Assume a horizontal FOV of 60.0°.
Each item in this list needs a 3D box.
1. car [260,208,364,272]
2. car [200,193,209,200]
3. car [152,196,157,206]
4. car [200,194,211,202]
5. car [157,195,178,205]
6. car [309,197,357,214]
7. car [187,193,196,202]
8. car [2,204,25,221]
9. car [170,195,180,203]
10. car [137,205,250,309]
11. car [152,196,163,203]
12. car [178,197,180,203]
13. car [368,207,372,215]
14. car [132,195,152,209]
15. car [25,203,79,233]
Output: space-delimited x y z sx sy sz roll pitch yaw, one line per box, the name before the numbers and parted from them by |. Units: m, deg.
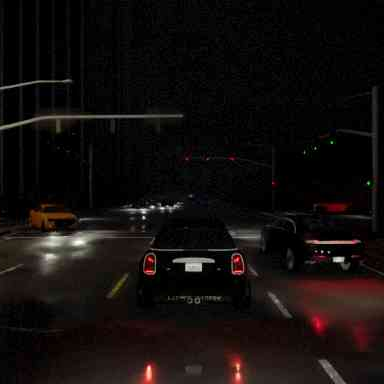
car | 3.598 1.492 10.823 2.128 1.511 4.902 0 0 -3
car | 3.331 1.216 87.535 2.097 1.767 4.553 0 0 0
car | -7.194 1.354 55.420 2.097 1.767 4.553 0 0 0
car | 3.350 1.519 77.455 1.812 1.442 4.674 0 0 0
car | -3.687 1.547 50.837 2.033 1.411 5.357 0 0 0
car | 14.605 1.408 34.764 4.553 1.767 2.097 0 0 2
car | -0.150 1.591 77.547 1.895 1.301 4.718 0 0 0
car | -12.713 1.597 27.645 5.357 1.411 2.033 0 0 -5
car | -3.636 1.500 70.550 1.837 1.490 4.892 0 0 0
car | 0.042 1.352 8.012 2.097 1.767 4.553 0 0 0
car | -7.133 1.525 68.892 1.812 1.442 4.674 0 0 0
car | -3.688 1.491 60.339 2.128 1.511 4.902 0 0 0
car | 19.039 1.581 31.190 4.674 1.442 1.812 0 0 0
car | -7.183 1.526 46.515 1.812 1.442 4.674 0 0 0
car | -8.441 1.495 20.206 1.882 1.535 5.008 2 -2 -37
